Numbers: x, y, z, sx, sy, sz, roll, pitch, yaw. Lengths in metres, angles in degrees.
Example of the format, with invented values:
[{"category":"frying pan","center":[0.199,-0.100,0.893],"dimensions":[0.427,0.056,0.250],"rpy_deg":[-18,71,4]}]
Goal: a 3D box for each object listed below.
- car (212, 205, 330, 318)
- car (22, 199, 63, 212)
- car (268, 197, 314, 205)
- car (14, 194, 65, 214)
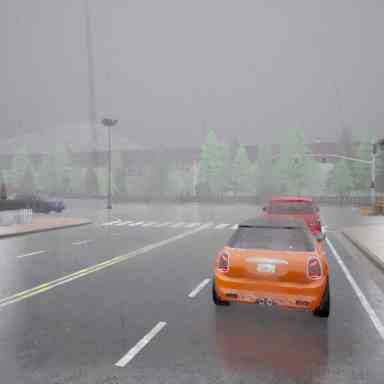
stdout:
[{"category":"car","center":[1.994,1.352,7.823],"dimensions":[2.097,1.767,4.553],"rpy_deg":[0,0,19]},{"category":"car","center":[-17.649,1.555,39.297],"dimensions":[4.181,1.385,1.994],"rpy_deg":[0,0,16]},{"category":"car","center":[4.167,1.221,14.098],"dimensions":[2.150,2.045,5.566],"rpy_deg":[0,0,16]},{"category":"car","center":[-16.273,1.217,35.262],"dimensions":[5.566,2.045,2.150],"rpy_deg":[0,0,16]}]
